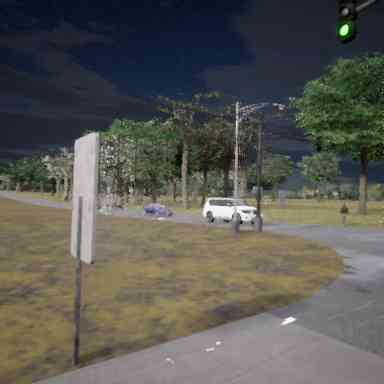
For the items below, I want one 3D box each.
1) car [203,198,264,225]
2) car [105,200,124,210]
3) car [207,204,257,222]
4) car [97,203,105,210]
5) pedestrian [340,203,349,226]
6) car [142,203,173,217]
[{"bbox_3d":[3.179,1.495,26.509,2.150,2.045,5.566,3,-2,-36],"label":"car"},{"bbox_3d":[-13.184,2.073,55.739,2.097,1.767,4.553,3,-2,-35],"label":"car"},{"bbox_3d":[3.744,1.949,32.092,1.882,1.535,5.008,3,-2,-35],"label":"car"},{"bbox_3d":[-16.128,2.150,53.756,1.994,1.385,4.181,3,-2,-35],"label":"car"},{"bbox_3d":[12.251,1.767,26.861,0.375,1.860,0.375,2,-1,-35],"label":"pedestrian"},{"bbox_3d":[-3.857,1.943,36.398,1.812,1.442,4.674,3,-2,-36],"label":"car"}]
